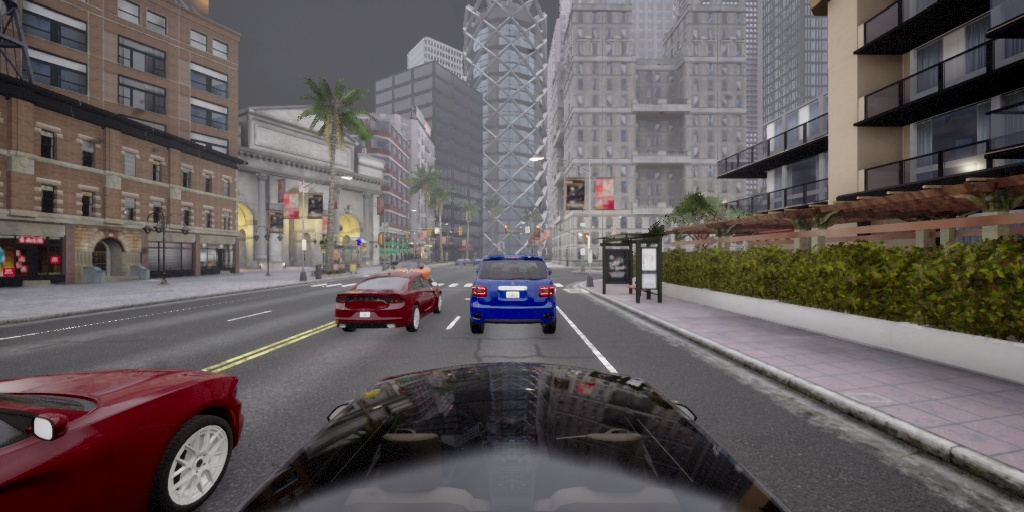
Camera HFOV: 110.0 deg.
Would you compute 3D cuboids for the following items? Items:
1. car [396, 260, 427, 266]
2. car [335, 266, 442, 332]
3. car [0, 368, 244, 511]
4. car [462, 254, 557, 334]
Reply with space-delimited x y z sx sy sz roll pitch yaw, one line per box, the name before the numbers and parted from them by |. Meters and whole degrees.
car | -6.997 1.102 24.406 2.097 1.767 4.553 0 0 1
car | -3.441 1.228 10.914 1.882 1.535 5.008 0 0 0
car | -3.390 1.228 1.236 1.882 1.535 5.008 0 0 0
car | 0.054 0.971 10.804 2.150 2.045 5.566 0 0 1
